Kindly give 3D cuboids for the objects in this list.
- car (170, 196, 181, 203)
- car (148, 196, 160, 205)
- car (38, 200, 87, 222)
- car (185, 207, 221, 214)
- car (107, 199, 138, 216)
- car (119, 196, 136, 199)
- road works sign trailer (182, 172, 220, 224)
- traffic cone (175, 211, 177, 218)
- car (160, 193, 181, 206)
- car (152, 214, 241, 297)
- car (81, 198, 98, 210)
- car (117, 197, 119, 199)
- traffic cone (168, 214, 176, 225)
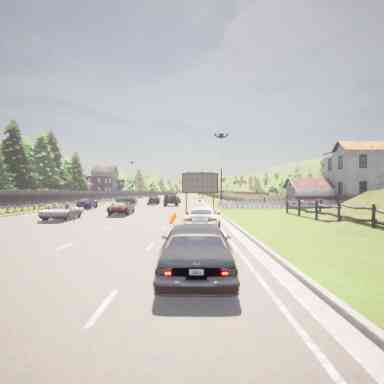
[{"bbox_3d":[-3.308,1.580,68.495,1.994,1.385,4.181,0,0,0],"label":"car"},{"bbox_3d":[-6.819,1.492,60.661,1.882,1.535,5.008,0,0,0],"label":"car"},{"bbox_3d":[-10.365,1.607,26.695,1.895,1.301,4.718,0,0,0],"label":"car"},{"bbox_3d":[0.587,1.542,18.412,1.812,1.442,4.674,0,-1,5],"label":"car"},{"bbox_3d":[-6.857,1.608,32.604,1.895,1.301,4.718,0,0,0],"label":"car"},{"bbox_3d":[-10.324,1.520,55.787,1.837,1.490,4.892,0,0,0],"label":"car"},{"bbox_3d":[0.516,0.470,22.026,2.380,3.560,2.880,0,0,-5],"label":"road works sign trailer"},{"bbox_3d":[-1.454,1.961,25.098,0.340,0.580,0.340,0,0,0],"label":"traffic cone"},{"bbox_3d":[-3.329,1.234,53.280,2.150,2.045,5.566,0,0,0],"label":"car"},{"bbox_3d":[0.109,1.550,8.742,2.033,1.411,5.357,0,0,1],"label":"car"},{"bbox_3d":[-13.842,1.536,43.968,1.812,1.442,4.674,0,0,0],"label":"car"},{"bbox_3d":[-13.812,1.579,65.398,1.994,1.385,4.181,0,0,0],"label":"car"},{"bbox_3d":[-1.457,1.961,23.098,0.340,0.580,0.340,0,0,0],"label":"traffic cone"}]
